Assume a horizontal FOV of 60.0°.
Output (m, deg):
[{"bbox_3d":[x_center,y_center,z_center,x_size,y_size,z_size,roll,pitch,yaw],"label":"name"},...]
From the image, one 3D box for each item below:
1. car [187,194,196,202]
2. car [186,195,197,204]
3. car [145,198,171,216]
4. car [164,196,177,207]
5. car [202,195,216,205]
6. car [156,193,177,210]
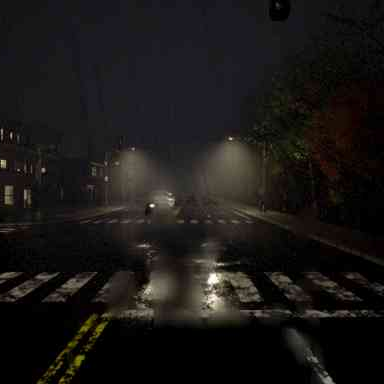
[{"bbox_3d":[-0.167,1.281,73.127,1.882,1.535,5.008,0,0,0],"label":"car"},{"bbox_3d":[-0.144,1.481,62.709,1.837,1.490,4.892,0,0,0],"label":"car"},{"bbox_3d":[-3.412,1.554,32.760,1.994,1.385,4.181,0,0,0],"label":"car"},{"bbox_3d":[-3.446,1.486,53.629,1.837,1.490,4.892,0,0,0],"label":"car"},{"bbox_3d":[3.218,1.579,58.443,1.895,1.301,4.718,0,0,0],"label":"car"},{"bbox_3d":[-3.429,1.207,43.161,2.150,2.045,5.566,0,0,0],"label":"car"}]
